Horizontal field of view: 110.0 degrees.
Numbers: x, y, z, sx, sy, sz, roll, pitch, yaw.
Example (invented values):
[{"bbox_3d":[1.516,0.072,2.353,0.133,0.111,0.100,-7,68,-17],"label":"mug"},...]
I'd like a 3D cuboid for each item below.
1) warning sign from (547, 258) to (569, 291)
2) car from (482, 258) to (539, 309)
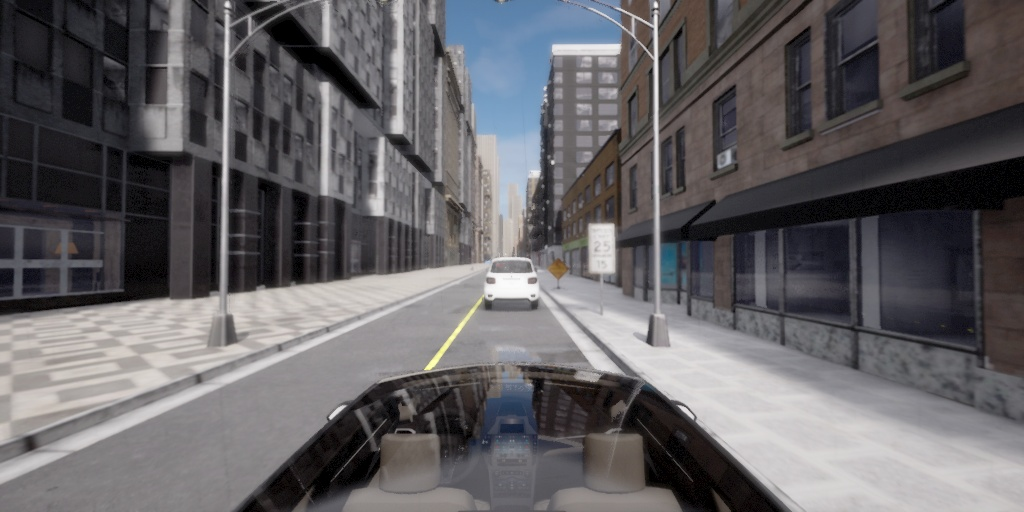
[{"bbox_3d":[2.694,1.036,20.789,1.300,1.860,1.060,0,0,0],"label":"warning sign"},{"bbox_3d":[-0.016,1.094,15.876,2.150,2.045,5.566,0,0,0],"label":"car"}]
